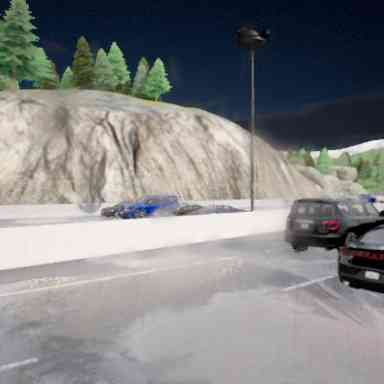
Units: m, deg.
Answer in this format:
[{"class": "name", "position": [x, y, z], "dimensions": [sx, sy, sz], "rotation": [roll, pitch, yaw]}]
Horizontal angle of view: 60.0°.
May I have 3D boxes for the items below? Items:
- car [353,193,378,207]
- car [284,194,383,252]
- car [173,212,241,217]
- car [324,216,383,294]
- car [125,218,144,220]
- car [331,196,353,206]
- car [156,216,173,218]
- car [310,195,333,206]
[{"class": "car", "position": [28.465, 1.275, 54.424], "dimensions": [2.150, 2.045, 5.566], "rotation": [0, 0, 44]}, {"class": "car", "position": [5.854, 1.236, 12.811], "dimensions": [5.566, 2.045, 2.150], "rotation": [0, 0, -39]}, {"class": "car", "position": [1.602, 1.594, 23.153], "dimensions": [5.357, 1.411, 2.033], "rotation": [0, 0, -40]}, {"class": "car", "position": [5.484, 1.484, 8.053], "dimensions": [5.008, 1.535, 1.882], "rotation": [0, 0, -38]}, {"class": "car", "position": [-3.448, 1.288, 28.056], "dimensions": [5.566, 2.045, 2.150], "rotation": [0, 0, -40]}, {"class": "car", "position": [25.445, 1.542, 56.346], "dimensions": [1.882, 1.535, 5.008], "rotation": [0, 0, 45]}, {"class": "car", "position": [-0.801, 1.548, 25.740], "dimensions": [4.902, 1.511, 2.128], "rotation": [0, 0, -41]}, {"class": "car", "position": [22.964, 1.427, 58.810], "dimensions": [2.097, 1.767, 4.553], "rotation": [0, 0, 44]}]
